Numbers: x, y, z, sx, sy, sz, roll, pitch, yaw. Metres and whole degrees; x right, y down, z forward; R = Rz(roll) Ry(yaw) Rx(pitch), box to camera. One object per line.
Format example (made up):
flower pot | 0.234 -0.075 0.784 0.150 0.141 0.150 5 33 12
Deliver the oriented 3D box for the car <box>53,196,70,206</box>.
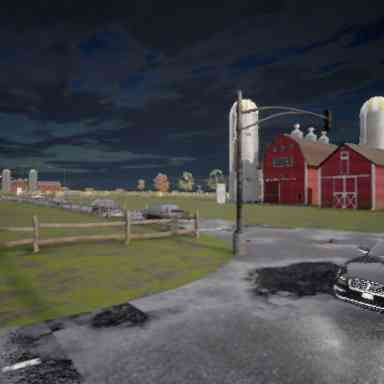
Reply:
car | -20.736 1.406 52.828 2.128 1.511 4.902 0 0 -35

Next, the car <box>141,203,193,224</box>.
car | -2.076 1.604 25.970 2.033 1.411 5.357 0 0 -35

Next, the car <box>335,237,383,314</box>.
car | 5.146 1.621 7.352 4.892 1.490 1.837 0 0 -35

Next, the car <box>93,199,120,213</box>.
car | -9.545 1.507 36.672 1.837 1.490 4.892 0 0 -35

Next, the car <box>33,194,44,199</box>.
car | -37.970 1.224 82.321 1.895 1.301 4.718 0 0 -35
